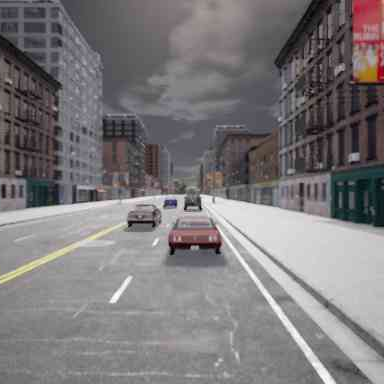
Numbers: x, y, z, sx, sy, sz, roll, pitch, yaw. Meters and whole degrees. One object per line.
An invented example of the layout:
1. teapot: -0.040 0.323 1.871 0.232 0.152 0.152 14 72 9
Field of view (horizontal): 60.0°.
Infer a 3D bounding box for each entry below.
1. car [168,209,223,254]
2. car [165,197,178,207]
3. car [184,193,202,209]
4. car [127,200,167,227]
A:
1. car: 0.106 1.590 13.406 1.895 1.301 4.718 0 0 0
2. car: -3.121 1.442 50.184 1.882 1.535 5.008 0 0 0
3. car: 0.126 1.188 43.398 2.150 2.045 5.566 0 0 0
4. car: -3.139 1.529 22.615 2.033 1.411 5.357 0 0 0
